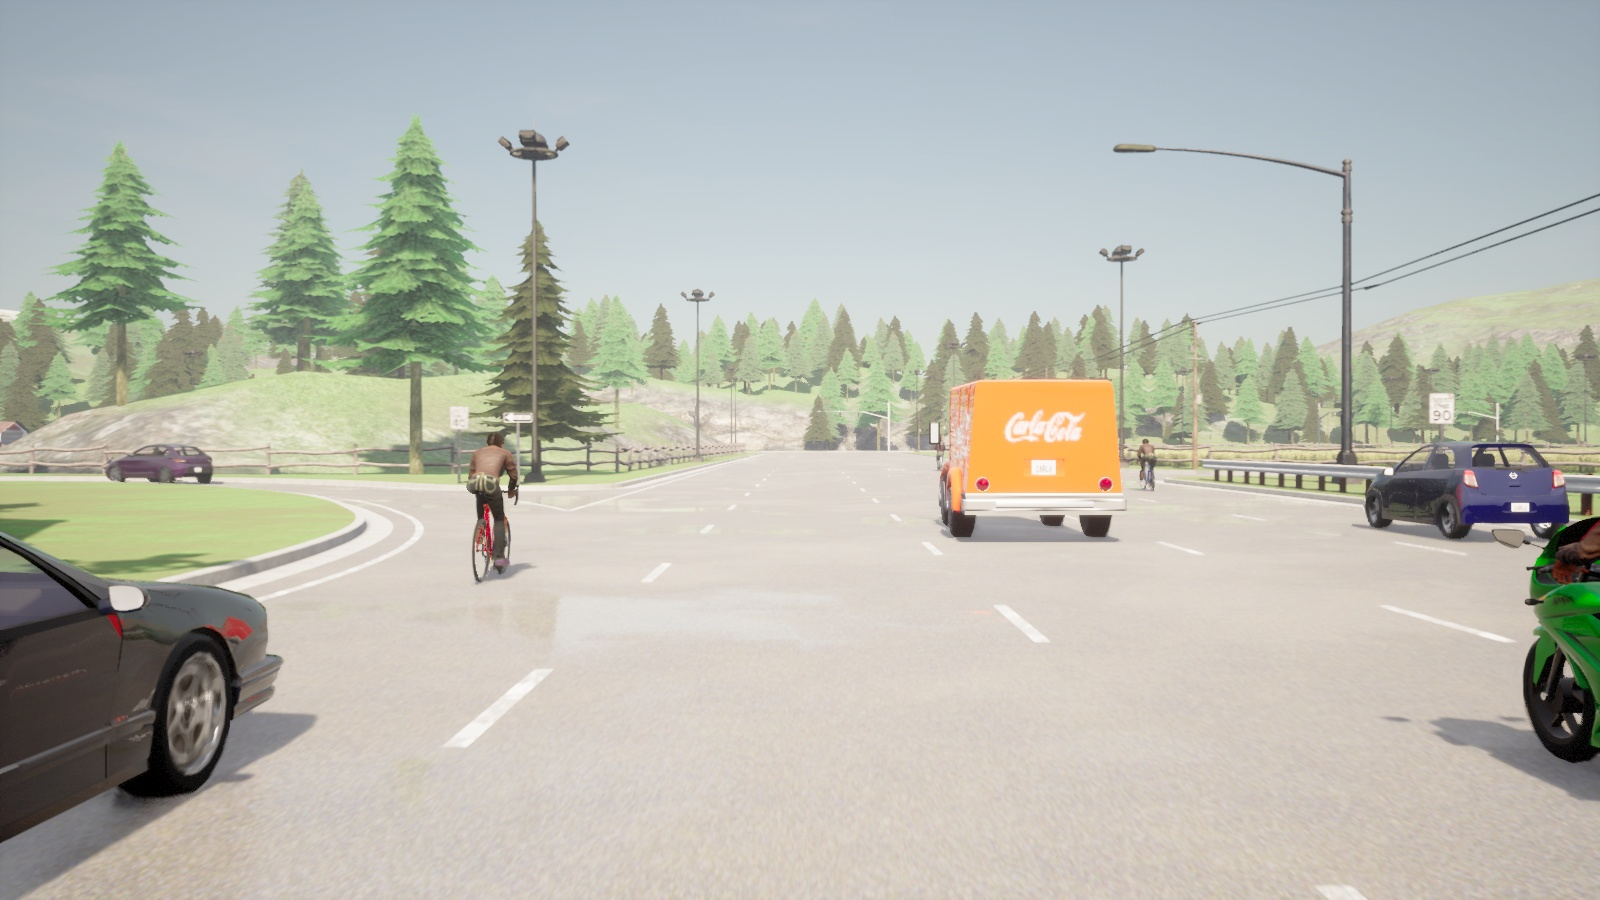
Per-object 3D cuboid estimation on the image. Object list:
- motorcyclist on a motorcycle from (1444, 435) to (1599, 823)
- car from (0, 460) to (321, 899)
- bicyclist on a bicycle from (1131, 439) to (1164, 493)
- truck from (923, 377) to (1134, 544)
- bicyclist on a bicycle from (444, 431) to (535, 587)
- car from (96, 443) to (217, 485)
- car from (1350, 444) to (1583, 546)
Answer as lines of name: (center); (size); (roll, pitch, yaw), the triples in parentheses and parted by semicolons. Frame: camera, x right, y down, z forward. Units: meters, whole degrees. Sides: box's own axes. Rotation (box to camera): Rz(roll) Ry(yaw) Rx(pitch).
motorcyclist on a motorcycle: (3.544, 0.703, 5.119); (0.797, 1.523, 2.044); (0, 0, 0)
car: (-3.465, 0.770, 3.705); (2.033, 1.411, 5.357); (0, 0, 0)
bicyclist on a bicycle: (10.735, 0.489, 38.830); (0.582, 1.620, 1.656); (0, 0, 0)
truck: (3.635, 0.143, 21.159); (2.627, 2.467, 5.204); (0, 0, 0)
bicyclist on a bicycle: (-3.407, 0.618, 13.896); (0.582, 1.620, 1.656); (0, 0, 0)
car: (-23.691, 0.480, 46.248); (4.193, 1.474, 1.816); (0, 0, 26)
car: (10.630, 0.654, 20.343); (1.845, 1.501, 3.633); (0, 0, 0)
